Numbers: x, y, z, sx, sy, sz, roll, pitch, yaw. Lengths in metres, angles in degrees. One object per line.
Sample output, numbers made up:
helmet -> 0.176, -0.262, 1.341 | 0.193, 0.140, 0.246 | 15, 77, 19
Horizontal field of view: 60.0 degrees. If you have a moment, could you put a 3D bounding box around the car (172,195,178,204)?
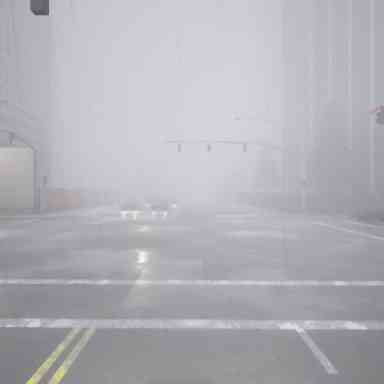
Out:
car -> -3.519, 1.377, 59.504 | 2.128, 1.511, 4.902 | 0, 0, 0

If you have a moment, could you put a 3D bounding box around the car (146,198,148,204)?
car -> -7.019, 1.411, 59.471 | 1.812, 1.442, 4.674 | 0, 0, 0

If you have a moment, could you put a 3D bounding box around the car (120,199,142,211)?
car -> -7.098, 1.488, 39.225 | 1.994, 1.385, 4.181 | 0, 0, 0

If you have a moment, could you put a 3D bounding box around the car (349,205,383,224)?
car -> 13.496, 1.500, 22.883 | 4.718, 1.301, 1.895 | 0, 0, 0

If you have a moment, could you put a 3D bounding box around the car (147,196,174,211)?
car -> -3.600, 1.471, 38.878 | 2.033, 1.411, 5.357 | 0, 0, 0
